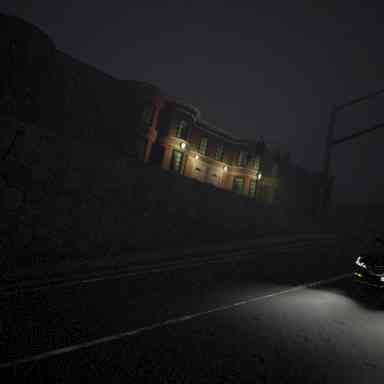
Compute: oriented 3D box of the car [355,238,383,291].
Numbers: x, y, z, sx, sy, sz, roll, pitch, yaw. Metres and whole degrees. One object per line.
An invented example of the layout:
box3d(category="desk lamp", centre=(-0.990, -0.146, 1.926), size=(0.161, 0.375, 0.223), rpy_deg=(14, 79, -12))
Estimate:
box3d(category="car", centre=(5.968, 1.583, 8.266), size=(4.892, 1.490, 1.837), rpy_deg=(1, 0, -36))
